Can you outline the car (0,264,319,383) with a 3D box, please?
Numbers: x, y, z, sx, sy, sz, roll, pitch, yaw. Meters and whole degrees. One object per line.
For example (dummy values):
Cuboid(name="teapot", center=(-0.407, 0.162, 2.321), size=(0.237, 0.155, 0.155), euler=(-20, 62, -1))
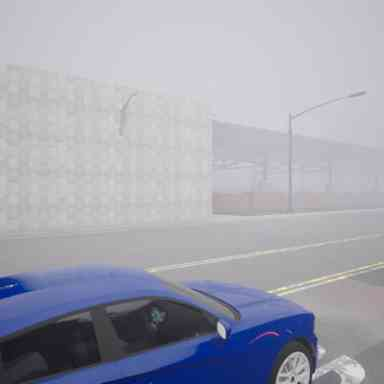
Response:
Cuboid(name="car", center=(-0.820, 1.477, 3.163), size=(5.008, 1.535, 1.882), euler=(0, 0, -36))
